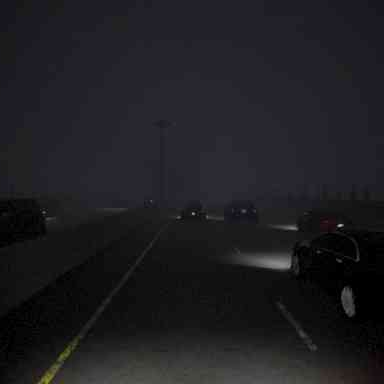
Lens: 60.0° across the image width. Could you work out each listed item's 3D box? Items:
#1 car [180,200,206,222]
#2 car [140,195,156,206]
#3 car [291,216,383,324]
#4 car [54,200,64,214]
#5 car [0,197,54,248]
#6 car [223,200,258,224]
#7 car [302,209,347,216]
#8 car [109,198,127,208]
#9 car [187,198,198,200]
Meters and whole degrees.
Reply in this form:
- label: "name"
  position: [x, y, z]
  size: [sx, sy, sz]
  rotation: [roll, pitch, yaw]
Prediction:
- label: "car"
  position: [0.100, 1.584, 26.642]
  size: [1.994, 1.385, 4.181]
  rotation: [0, 0, 0]
- label: "car"
  position: [-7.093, 1.399, 54.111]
  size: [2.097, 1.767, 4.553]
  rotation: [0, 0, 0]
- label: "car"
  position: [3.601, 1.508, 7.119]
  size: [1.837, 1.490, 4.892]
  rotation: [0, 0, 0]
- label: "car"
  position: [-14.095, 1.530, 32.358]
  size: [1.837, 1.490, 4.892]
  rotation: [0, 0, 0]
- label: "car"
  position: [-7.101, 1.227, 11.516]
  size: [2.150, 2.045, 5.566]
  rotation: [0, 0, 0]
- label: "car"
  position: [3.600, 1.371, 25.277]
  size: [2.097, 1.767, 4.553]
  rotation: [0, 0, 0]
- label: "car"
  position: [7.102, 1.576, 17.882]
  size: [1.994, 1.385, 4.181]
  rotation: [0, 0, 0]
- label: "car"
  position: [-10.575, 1.566, 48.082]
  size: [1.812, 1.442, 4.674]
  rotation: [0, 0, 0]
- label: "car"
  position: [0.100, 1.539, 43.062]
  size: [2.163, 1.488, 4.792]
  rotation: [0, 0, 0]
